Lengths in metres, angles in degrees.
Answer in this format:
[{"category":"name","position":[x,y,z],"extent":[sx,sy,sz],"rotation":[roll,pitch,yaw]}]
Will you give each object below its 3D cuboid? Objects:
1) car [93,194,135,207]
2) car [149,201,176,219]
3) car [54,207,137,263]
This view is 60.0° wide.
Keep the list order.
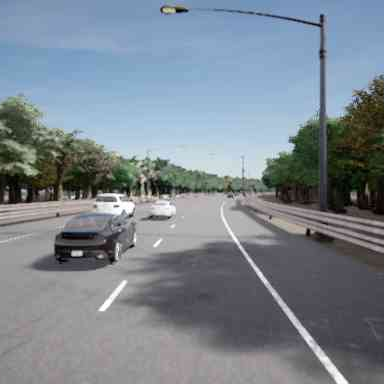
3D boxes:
[{"category":"car","position":[-6.094,1.182,26.482],"extent":[2.150,2.045,5.566],"rotation":[0,0,3]},{"category":"car","position":[-2.464,1.486,28.425],"extent":[1.812,1.442,4.674],"rotation":[0,0,4]},{"category":"car","position":[-3.201,1.490,11.850],"extent":[1.837,1.490,4.892],"rotation":[0,0,1]}]
